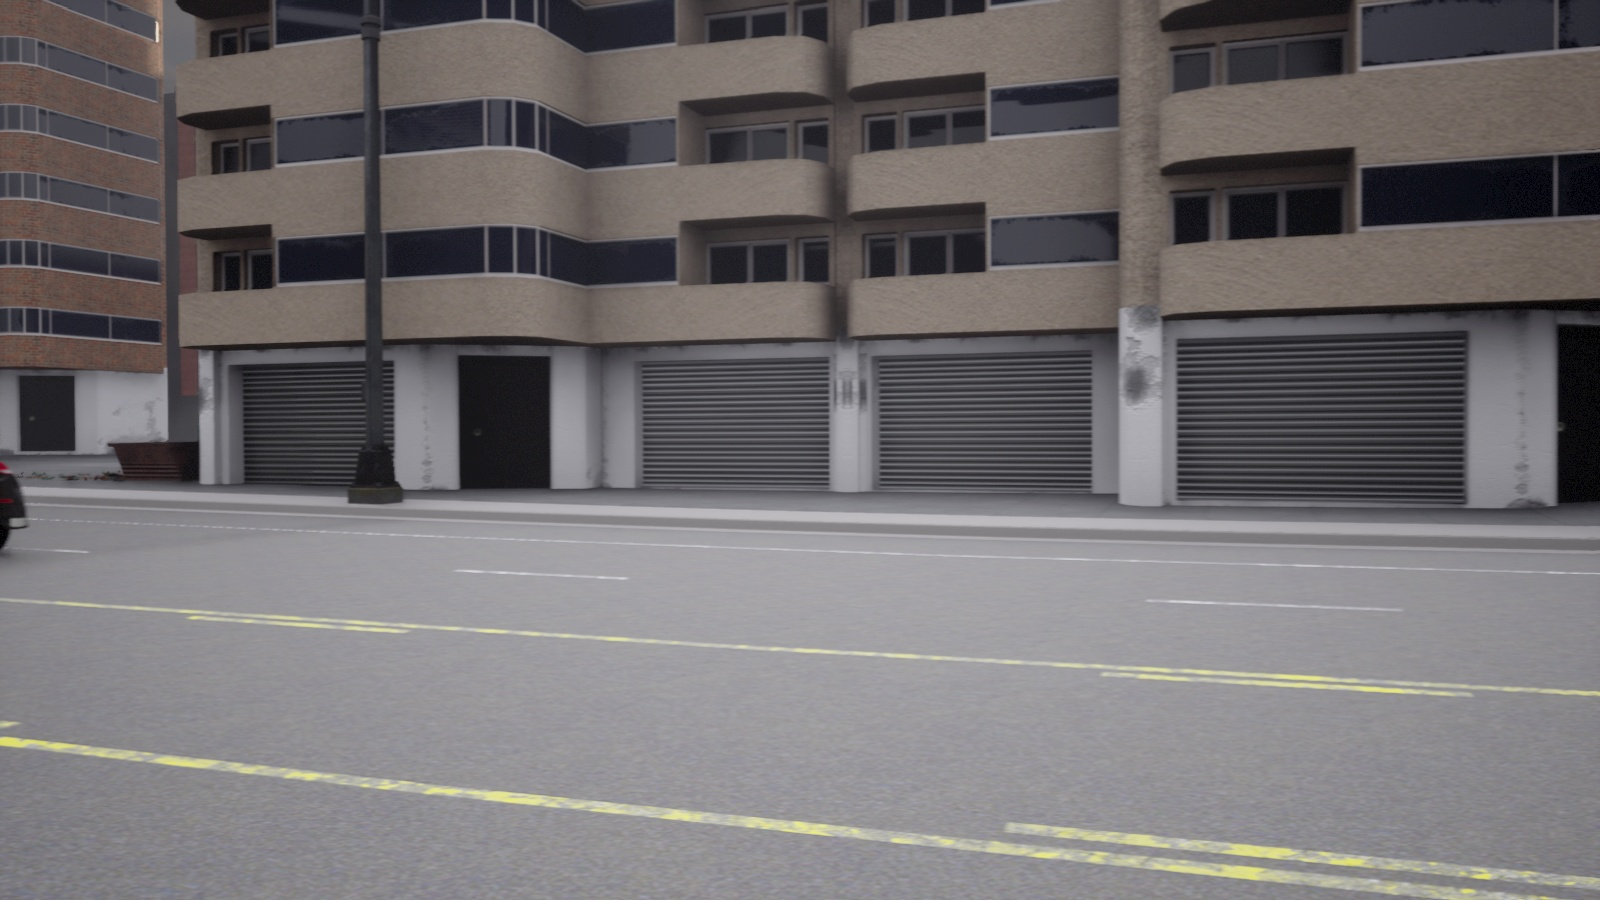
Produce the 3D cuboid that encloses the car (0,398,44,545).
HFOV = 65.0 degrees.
[{"bbox_3d":[-11.576,0.196,14.469,5.027,1.651,2.152,1,1,19],"label":"car"}]
